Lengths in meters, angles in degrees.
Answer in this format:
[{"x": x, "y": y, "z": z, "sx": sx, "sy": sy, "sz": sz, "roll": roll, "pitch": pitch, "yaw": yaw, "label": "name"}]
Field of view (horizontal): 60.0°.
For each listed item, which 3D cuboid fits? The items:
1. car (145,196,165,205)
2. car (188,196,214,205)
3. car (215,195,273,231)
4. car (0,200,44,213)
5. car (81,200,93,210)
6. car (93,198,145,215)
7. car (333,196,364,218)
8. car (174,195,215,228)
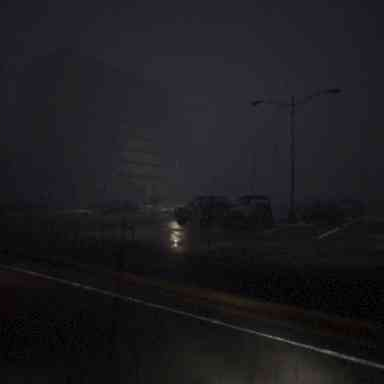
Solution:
[{"x": -6.251, "y": 1.432, "z": 54.301, "sx": 1.812, "sy": 1.442, "sz": 4.674, "roll": 0, "pitch": 0, "yaw": 34, "label": "car"}, {"x": 1.686, "y": 1.462, "z": 59.735, "sx": 2.033, "sy": 1.411, "sz": 5.357, "roll": 0, "pitch": 0, "yaw": 34, "label": "car"}, {"x": 3.272, "y": 1.135, "z": 19.087, "sx": 1.905, "sy": 1.878, "sz": 3.866, "roll": 0, "pitch": 0, "yaw": 34, "label": "car"}, {"x": -18.600, "y": 1.509, "z": 35.926, "sx": 1.895, "sy": 1.301, "sz": 4.718, "roll": 0, "pitch": 0, "yaw": 34, "label": "car"}, {"x": -11.317, "y": 1.480, "z": 40.505, "sx": 1.994, "sy": 1.385, "sz": 4.181, "roll": 0, "pitch": 0, "yaw": 34, "label": "car"}, {"x": -7.271, "y": 1.461, "z": 33.669, "sx": 1.812, "sy": 1.442, "sz": 4.674, "roll": 0, "pitch": 0, "yaw": 34, "label": "car"}, {"x": 15.289, "y": 1.380, "z": 32.048, "sx": 1.970, "sy": 1.475, "sz": 3.806, "roll": 0, "pitch": 0, "yaw": 34, "label": "car"}, {"x": 0.903, "y": 1.125, "z": 20.752, "sx": 1.932, "sy": 1.855, "sz": 4.605, "roll": 0, "pitch": 0, "yaw": 34, "label": "car"}]
